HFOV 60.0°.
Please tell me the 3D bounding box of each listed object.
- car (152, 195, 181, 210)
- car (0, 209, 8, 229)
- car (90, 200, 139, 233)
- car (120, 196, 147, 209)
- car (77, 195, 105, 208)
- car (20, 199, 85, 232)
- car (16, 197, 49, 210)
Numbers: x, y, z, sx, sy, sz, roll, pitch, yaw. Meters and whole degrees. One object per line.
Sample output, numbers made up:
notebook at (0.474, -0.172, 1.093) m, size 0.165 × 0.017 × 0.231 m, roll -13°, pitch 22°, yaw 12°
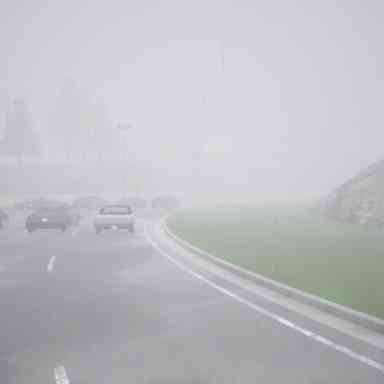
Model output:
car at (-2.574, 1.031, 34.315) m, size 1.837 × 1.490 × 4.892 m, roll 0°, pitch 0°, yaw 16°
car at (-10.757, 1.267, 16.369) m, size 1.837 × 1.490 × 4.892 m, roll -1°, pitch 1°, yaw -9°
car at (-4.022, 1.350, 17.951) m, size 1.895 × 1.301 × 4.718 m, roll 0°, pitch 1°, yaw -9°
car at (-6.192, 1.088, 34.228) m, size 1.994 × 1.385 × 4.181 m, roll 0°, pitch 1°, yaw 15°
car at (-10.019, 1.036, 33.397) m, size 1.837 × 1.490 × 4.892 m, roll 0°, pitch 0°, yaw 13°
car at (-7.477, 1.304, 18.281) m, size 1.994 × 1.385 × 4.181 m, roll 0°, pitch 1°, yaw -7°
car at (-14.268, 1.155, 31.423) m, size 1.895 × 1.301 × 4.718 m, roll 0°, pitch 1°, yaw 9°
